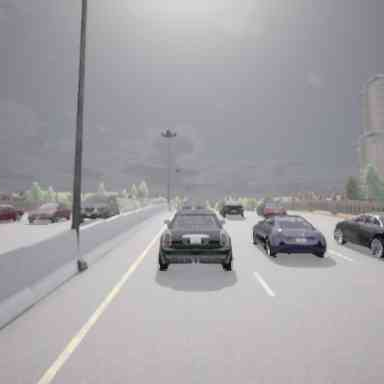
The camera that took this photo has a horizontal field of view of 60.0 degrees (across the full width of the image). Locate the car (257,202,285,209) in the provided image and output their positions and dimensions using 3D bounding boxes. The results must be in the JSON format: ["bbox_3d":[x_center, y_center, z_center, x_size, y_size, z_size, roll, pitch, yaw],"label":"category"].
[{"bbox_3d":[7.104,1.566,30.031,1.994,1.385,4.181,0,0,0],"label":"car"}]

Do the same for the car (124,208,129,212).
[{"bbox_3d":[-13.992,3.984,67.212,2.033,1.411,5.357,0,-6,0],"label":"car"}]

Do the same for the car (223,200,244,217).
[{"bbox_3d":[3.604,1.483,30.969,1.882,1.535,5.008,0,0,0],"label":"car"}]

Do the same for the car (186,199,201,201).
[{"bbox_3d":[0.103,1.352,28.939,2.097,1.767,4.553,0,0,0],"label":"car"}]

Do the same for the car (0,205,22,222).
[{"bbox_3d":[-14.097,1.601,23.840,1.895,1.301,4.718,0,0,0],"label":"car"}]

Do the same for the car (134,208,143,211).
[{"bbox_3d":[-10.492,3.995,67.284,2.033,1.411,5.357,0,-6,0],"label":"car"}]

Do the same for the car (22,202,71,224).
[{"bbox_3d":[-10.595,1.525,25.172,1.812,1.442,4.674,0,0,0],"label":"car"}]

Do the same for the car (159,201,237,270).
[{"bbox_3d":[0.101,1.352,11.226,2.097,1.767,4.553,0,0,0],"label":"car"}]

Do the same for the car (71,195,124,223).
[{"bbox_3d":[-7.095,1.224,25.663,2.150,2.045,5.566,0,0,0],"label":"car"}]

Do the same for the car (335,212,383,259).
[{"bbox_3d":[7.102,1.492,12.558,2.128,1.511,4.902,0,0,0],"label":"car"}]

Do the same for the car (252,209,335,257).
[{"bbox_3d":[3.602,1.564,12.987,1.994,1.385,4.181,0,0,0],"label":"car"}]
